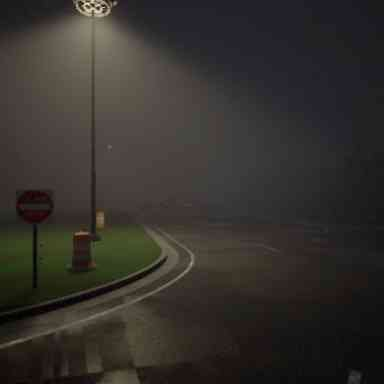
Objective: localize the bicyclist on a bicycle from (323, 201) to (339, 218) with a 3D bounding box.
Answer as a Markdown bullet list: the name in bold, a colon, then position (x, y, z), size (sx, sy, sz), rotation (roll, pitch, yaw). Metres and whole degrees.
- **bicyclist on a bicycle**: position (12.733, 1.630, 30.543), size (1.656, 1.620, 0.582), rotation (0, -1, -13)

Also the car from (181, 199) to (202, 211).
- **car**: position (-0.210, 2.205, 52.978), size (1.812, 1.442, 4.674), rotation (0, -1, -12)

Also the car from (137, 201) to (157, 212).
- **car**: position (-6.977, 2.168, 51.155), size (1.882, 1.535, 5.008), rotation (0, -1, -13)

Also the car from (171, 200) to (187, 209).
- **car**: position (-2.586, 2.309, 62.938), size (2.128, 1.511, 4.902), rotation (0, -1, -13)

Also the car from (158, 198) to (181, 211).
- **car**: position (-3.531, 1.903, 51.819), size (2.150, 2.045, 5.566), rotation (0, -1, -11)

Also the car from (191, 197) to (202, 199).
- **car**: position (0.815, 2.033, 63.765), size (2.150, 2.045, 5.566), rotation (0, -1, -13)

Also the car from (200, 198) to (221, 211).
- **car**: position (3.221, 2.148, 53.666), size (1.882, 1.535, 5.008), rotation (0, -1, -13)

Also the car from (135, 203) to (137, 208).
- **car**: position (-9.403, 2.379, 61.348), size (2.033, 1.411, 5.357), rotation (0, -1, -13)
